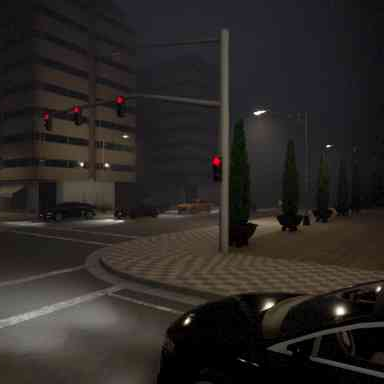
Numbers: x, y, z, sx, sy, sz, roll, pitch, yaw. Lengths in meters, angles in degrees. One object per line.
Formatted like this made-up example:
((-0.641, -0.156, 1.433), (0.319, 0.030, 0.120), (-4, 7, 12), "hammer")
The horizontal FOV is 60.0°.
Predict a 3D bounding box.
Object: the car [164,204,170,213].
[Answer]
((-4.552, 1.603, 35.445), (2.033, 1.411, 5.357), (0, 0, 35), "car")

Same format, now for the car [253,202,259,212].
((5.935, 1.546, 37.814), (2.128, 1.511, 4.902), (0, 0, 35), "car")

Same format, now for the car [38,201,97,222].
((-10.172, 1.560, 27.488), (1.837, 1.490, 4.892), (0, 0, 35), "car")

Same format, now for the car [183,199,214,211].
((0.899, 1.619, 43.135), (1.994, 1.385, 4.181), (0, 0, 36), "car")

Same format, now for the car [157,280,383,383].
((1.890, 1.492, 2.626), (4.902, 1.511, 2.128), (0, 0, 36), "car")

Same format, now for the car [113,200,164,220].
((-4.797, 1.619, 29.032), (1.994, 1.385, 4.181), (0, 0, 35), "car")

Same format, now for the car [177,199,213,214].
((0.353, 1.533, 36.320), (1.882, 1.535, 5.008), (0, 0, 35), "car")
